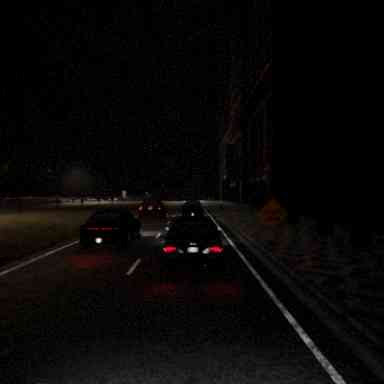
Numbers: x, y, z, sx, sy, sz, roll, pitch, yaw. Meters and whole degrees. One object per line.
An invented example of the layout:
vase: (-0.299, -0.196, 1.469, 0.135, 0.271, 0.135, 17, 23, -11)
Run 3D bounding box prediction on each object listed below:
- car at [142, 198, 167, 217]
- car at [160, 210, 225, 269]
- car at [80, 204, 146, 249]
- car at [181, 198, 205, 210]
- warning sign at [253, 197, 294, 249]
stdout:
car: (-3.432, 1.408, 29.629, 2.097, 1.767, 4.553, 0, 0, 0)
car: (0.043, 1.558, 11.184, 2.033, 1.411, 5.357, 0, 0, 0)
car: (-3.431, 1.522, 14.699, 1.837, 1.490, 4.892, 0, 0, 0)
car: (0.071, 1.565, 30.088, 1.837, 1.490, 4.892, 0, 0, 0)
warning sign: (3.046, 1.127, 12.563, 1.300, 1.860, 1.060, 0, 0, 0)
